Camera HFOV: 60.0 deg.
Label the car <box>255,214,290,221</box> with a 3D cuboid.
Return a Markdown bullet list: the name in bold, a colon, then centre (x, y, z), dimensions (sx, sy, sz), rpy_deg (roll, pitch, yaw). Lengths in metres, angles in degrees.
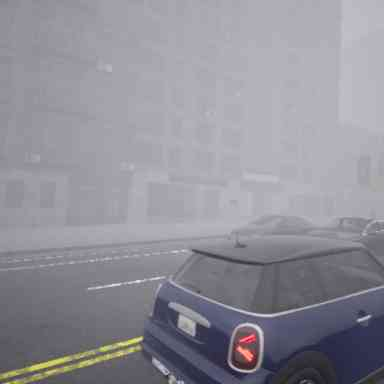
- **car**: centre (3.632, 1.686, 14.256), dimensions (4.674, 1.442, 1.812), rpy_deg (1, -1, -35)

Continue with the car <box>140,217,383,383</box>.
- **car**: centre (1.675, 1.410, 4.633), dimensions (4.553, 1.767, 2.097), rpy_deg (1, -1, -35)

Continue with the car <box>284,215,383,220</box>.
- **car**: centre (5.826, 1.657, 11.830), dimensions (4.902, 1.511, 2.128), rpy_deg (1, -1, -35)
